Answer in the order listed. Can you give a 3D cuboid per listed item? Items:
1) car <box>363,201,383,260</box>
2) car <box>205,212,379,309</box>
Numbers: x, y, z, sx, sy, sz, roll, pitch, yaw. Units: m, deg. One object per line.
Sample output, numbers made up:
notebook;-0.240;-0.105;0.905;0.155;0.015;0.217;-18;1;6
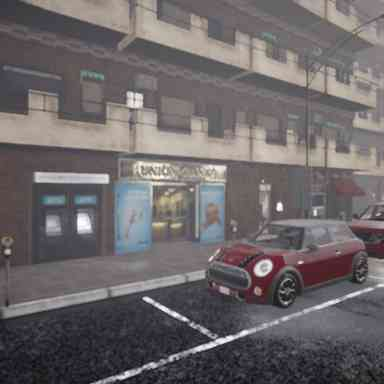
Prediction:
car;6.760;1.237;10.942;5.009;1.841;2.192;0;1;-36
car;2.260;1.398;7.719;4.097;1.590;1.967;0;1;-36
